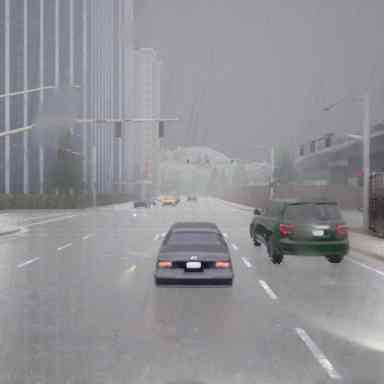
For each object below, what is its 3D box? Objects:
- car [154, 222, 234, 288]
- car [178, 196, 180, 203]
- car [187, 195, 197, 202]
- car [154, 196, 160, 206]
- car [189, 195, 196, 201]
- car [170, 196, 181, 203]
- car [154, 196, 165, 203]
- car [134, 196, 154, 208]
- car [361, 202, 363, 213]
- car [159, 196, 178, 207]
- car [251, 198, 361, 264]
[{"bbox_3d":[0.061,1.550,9.345,2.033,1.411,5.357,0,0,1],"label":"car"},{"bbox_3d":[-3.556,1.496,61.511,1.882,1.535,5.008,0,0,0],"label":"car"},{"bbox_3d":[0.015,1.379,78.625,2.097,1.767,4.553,0,0,0],"label":"car"},{"bbox_3d":[-7.076,1.508,56.888,2.128,1.511,4.902,0,0,0],"label":"car"},{"bbox_3d":[0.017,1.527,88.869,1.837,1.490,4.892,0,0,0],"label":"car"},{"bbox_3d":[-3.486,1.547,71.668,2.128,1.511,4.902,0,0,0],"label":"car"},{"bbox_3d":[-6.986,1.546,71.771,1.812,1.442,4.674,0,0,0],"label":"car"},{"bbox_3d":[-7.089,1.615,47.562,1.895,1.301,4.718,0,0,0],"label":"car"},{"bbox_3d":[19.181,1.287,32.216,5.566,2.045,2.150,0,0,0],"label":"car"},{"bbox_3d":[-3.584,1.493,52.087,1.882,1.535,5.008,0,0,0],"label":"car"},{"bbox_3d":[3.575,1.227,12.020,2.150,2.045,5.566,0,0,1],"label":"car"}]
